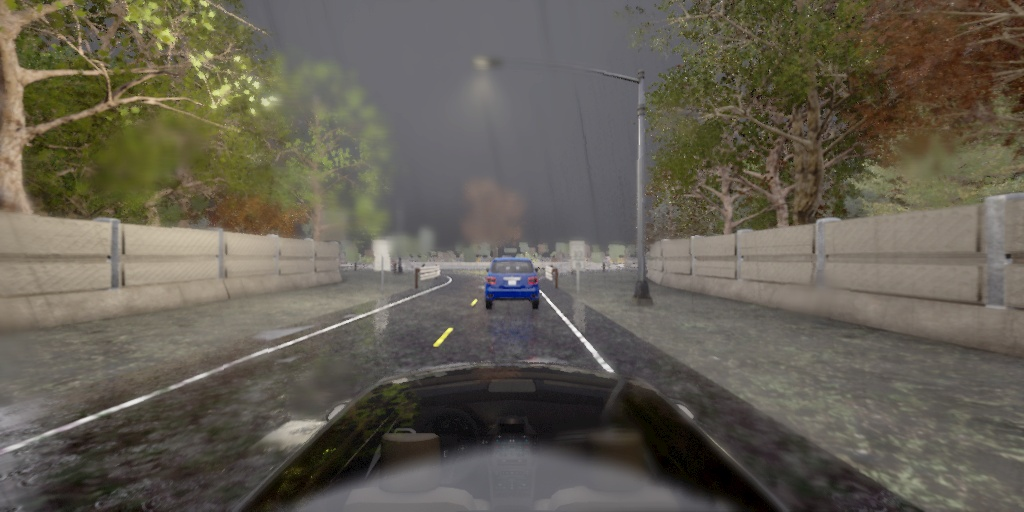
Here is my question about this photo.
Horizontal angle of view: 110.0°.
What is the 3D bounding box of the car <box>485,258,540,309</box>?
[{"bbox_3d":[0.010,1.098,15.877,2.150,2.045,5.566,0,0,0],"label":"car"}]
